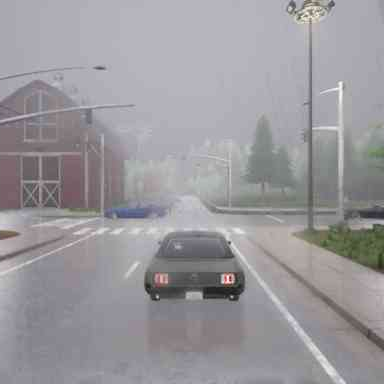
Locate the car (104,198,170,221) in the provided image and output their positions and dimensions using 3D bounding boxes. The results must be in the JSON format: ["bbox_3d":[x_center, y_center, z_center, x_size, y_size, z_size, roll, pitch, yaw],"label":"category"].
[{"bbox_3d":[-4.494,1.506,26.743,5.008,1.535,1.882,0,0,-1],"label":"car"}]

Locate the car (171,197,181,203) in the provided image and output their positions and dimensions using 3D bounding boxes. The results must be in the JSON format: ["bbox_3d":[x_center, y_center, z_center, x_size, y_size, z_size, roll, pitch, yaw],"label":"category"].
[{"bbox_3d":[-3.513,1.710,72.518,1.895,1.301,4.718,0,0,0],"label":"car"}]

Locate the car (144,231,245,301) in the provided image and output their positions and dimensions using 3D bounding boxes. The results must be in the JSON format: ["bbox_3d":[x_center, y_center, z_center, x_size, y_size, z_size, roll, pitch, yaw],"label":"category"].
[{"bbox_3d":[0.065,1.615,8.304,1.895,1.301,4.718,0,0,0],"label":"car"}]

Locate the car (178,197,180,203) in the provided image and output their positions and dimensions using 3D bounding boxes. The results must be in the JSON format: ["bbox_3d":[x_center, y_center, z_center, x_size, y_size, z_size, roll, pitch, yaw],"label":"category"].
[{"bbox_3d":[-3.573,1.608,62.210,1.837,1.490,4.892,0,0,0],"label":"car"}]

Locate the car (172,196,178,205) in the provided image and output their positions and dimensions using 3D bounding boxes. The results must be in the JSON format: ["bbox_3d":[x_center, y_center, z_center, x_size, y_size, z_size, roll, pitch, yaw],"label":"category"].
[{"bbox_3d":[-3.602,1.591,52.137,1.837,1.490,4.892,0,0,0],"label":"car"}]

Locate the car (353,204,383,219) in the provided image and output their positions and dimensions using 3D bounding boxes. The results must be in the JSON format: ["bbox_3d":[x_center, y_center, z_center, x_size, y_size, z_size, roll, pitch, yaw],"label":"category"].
[{"bbox_3d":[14.397,1.619,27.083,4.718,1.301,1.895,0,0,-1],"label":"car"}]

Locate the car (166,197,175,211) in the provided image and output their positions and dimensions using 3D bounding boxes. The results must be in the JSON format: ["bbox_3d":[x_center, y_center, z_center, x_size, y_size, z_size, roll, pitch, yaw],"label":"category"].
[{"bbox_3d":[-3.606,1.634,42.116,1.994,1.385,4.181,0,0,0],"label":"car"}]
